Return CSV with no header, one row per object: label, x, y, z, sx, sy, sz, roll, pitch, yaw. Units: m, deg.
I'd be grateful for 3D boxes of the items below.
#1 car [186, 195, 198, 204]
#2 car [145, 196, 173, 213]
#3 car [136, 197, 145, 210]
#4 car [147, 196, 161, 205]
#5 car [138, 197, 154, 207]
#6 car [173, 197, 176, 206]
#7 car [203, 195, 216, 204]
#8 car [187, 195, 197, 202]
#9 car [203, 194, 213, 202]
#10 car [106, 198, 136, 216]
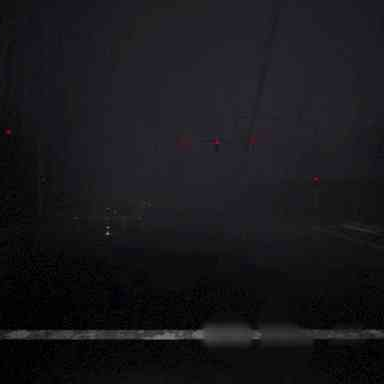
car,0.018,1.505,63.773,1.837,1.490,4.892,0,0,0
car,-3.578,1.352,36.989,2.097,1.767,4.553,0,0,0
car,-7.082,1.478,42.191,1.882,1.535,5.008,0,0,0
car,-7.046,1.492,62.085,2.128,1.511,4.902,0,0,0
car,-7.076,1.505,51.677,1.837,1.490,4.892,0,0,0
car,-3.581,1.564,45.562,1.994,1.385,4.181,0,0,0
car,3.623,1.547,64.238,2.033,1.411,5.357,0,0,0
car,0.021,1.413,73.882,1.994,1.385,4.181,0,0,0
car,3.523,1.355,74.460,2.097,1.767,4.553,0,0,0
car,-7.085,1.526,32.895,1.812,1.442,4.674,0,0,0
